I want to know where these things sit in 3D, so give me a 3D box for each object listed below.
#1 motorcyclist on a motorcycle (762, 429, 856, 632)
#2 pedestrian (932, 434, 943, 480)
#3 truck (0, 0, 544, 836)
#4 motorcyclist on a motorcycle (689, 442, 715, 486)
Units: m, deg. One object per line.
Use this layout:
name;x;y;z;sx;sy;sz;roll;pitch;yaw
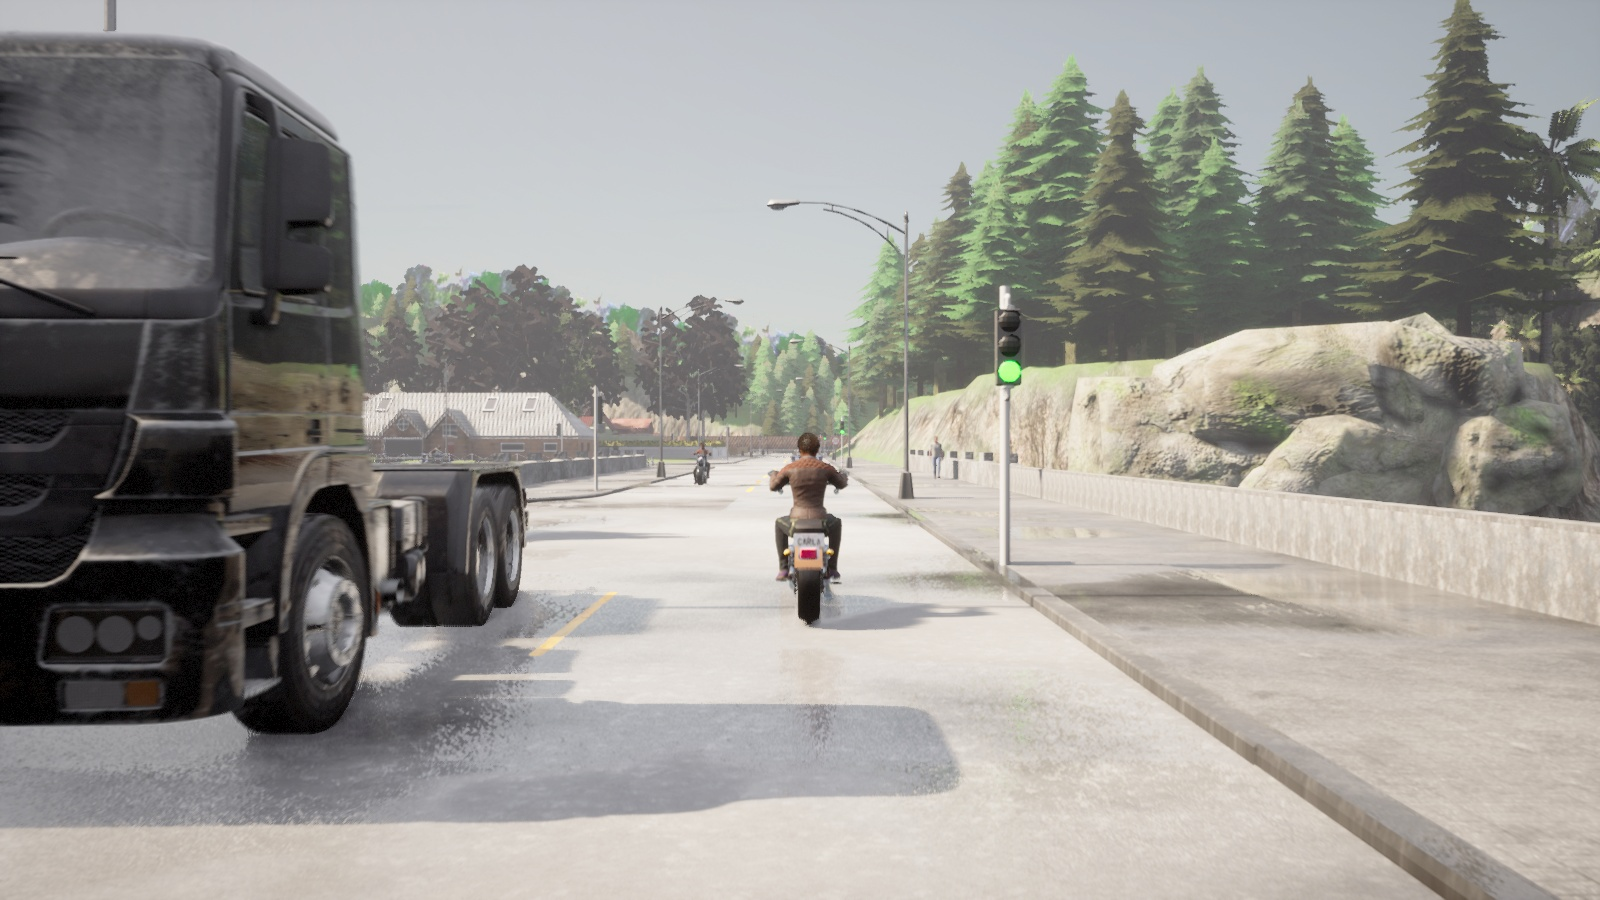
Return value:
motorcyclist on a motorcycle;0.079;0.654;11.394;0.766;1.649;2.350;0;0;0
pedestrian;5.512;0.268;50.501;0.354;1.836;0.706;0;0;-1
truck;-3.906;-0.271;8.739;2.891;3.462;7.936;0;0;-2
motorcyclist on a motorcycle;-3.722;0.511;47.783;0.766;1.649;2.350;0;0;0
